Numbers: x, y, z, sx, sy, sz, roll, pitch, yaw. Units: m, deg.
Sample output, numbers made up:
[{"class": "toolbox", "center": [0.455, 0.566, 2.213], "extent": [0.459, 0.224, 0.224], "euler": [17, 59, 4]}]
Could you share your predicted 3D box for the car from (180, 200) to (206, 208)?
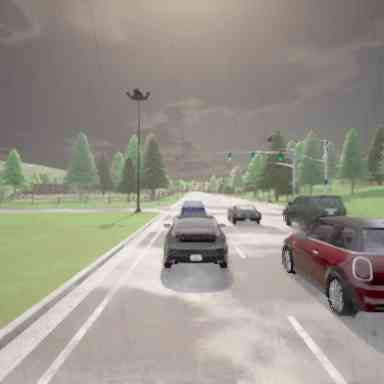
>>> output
[{"class": "car", "center": [0.093, 1.393, 25.776], "extent": [1.882, 1.535, 5.008], "euler": [0, 0, 0]}]

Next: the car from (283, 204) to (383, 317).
[{"class": "car", "center": [3.599, 1.328, 7.558], "extent": [2.097, 1.767, 4.553], "euler": [0, 0, 0]}]

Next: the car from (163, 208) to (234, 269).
[{"class": "car", "center": [0.098, 1.467, 11.004], "extent": [1.837, 1.490, 4.892], "euler": [0, 0, 0]}]

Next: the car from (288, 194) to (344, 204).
[{"class": "car", "center": [7.095, 1.157, 19.644], "extent": [2.150, 2.045, 5.566], "euler": [0, 0, 0]}]

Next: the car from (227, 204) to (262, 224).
[{"class": "car", "center": [3.593, 1.523, 23.653], "extent": [1.895, 1.301, 4.718], "euler": [0, 0, 0]}]
